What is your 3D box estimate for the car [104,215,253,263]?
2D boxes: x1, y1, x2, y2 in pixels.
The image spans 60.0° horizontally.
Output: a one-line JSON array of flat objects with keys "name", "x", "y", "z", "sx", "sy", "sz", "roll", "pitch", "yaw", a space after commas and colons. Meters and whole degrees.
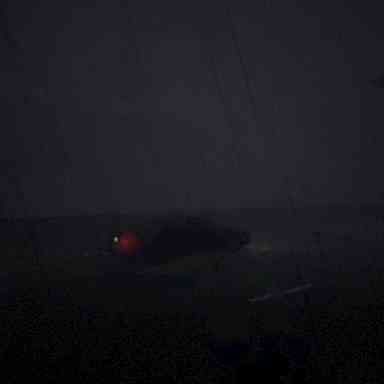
[{"name": "car", "x": -0.324, "y": 1.550, "z": 11.958, "sx": 5.357, "sy": 1.411, "sz": 2.033, "roll": 0, "pitch": 0, "yaw": -34}]

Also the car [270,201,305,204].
[{"name": "car", "x": 10.734, "y": 1.144, "z": 38.467, "sx": 5.357, "sy": 1.411, "sz": 2.033, "roll": 0, "pitch": 0, "yaw": -25}]
